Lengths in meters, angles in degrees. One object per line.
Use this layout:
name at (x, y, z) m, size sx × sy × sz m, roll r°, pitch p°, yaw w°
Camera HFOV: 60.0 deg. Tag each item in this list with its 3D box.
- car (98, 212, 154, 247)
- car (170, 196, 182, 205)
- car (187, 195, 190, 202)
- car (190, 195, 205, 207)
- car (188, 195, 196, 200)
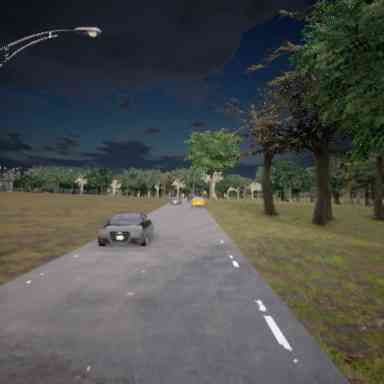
car at (-2.853, 1.609, 15.116) m, size 1.994 × 1.385 × 4.181 m, roll 0°, pitch 0°, yaw 0°
car at (-2.811, 1.520, 58.071) m, size 2.128 × 1.511 × 4.902 m, roll 0°, pitch 0°, yaw 1°
car at (-0.019, 1.306, 70.441) m, size 1.837 × 1.490 × 4.892 m, roll 0°, pitch 0°, yaw 0°
car at (0.948, 1.525, 51.904) m, size 1.882 × 1.535 × 5.008 m, roll 0°, pitch 0°, yaw 0°
car at (-0.023, 1.439, 85.843) m, size 1.895 × 1.301 × 4.718 m, roll 0°, pitch 0°, yaw 0°
